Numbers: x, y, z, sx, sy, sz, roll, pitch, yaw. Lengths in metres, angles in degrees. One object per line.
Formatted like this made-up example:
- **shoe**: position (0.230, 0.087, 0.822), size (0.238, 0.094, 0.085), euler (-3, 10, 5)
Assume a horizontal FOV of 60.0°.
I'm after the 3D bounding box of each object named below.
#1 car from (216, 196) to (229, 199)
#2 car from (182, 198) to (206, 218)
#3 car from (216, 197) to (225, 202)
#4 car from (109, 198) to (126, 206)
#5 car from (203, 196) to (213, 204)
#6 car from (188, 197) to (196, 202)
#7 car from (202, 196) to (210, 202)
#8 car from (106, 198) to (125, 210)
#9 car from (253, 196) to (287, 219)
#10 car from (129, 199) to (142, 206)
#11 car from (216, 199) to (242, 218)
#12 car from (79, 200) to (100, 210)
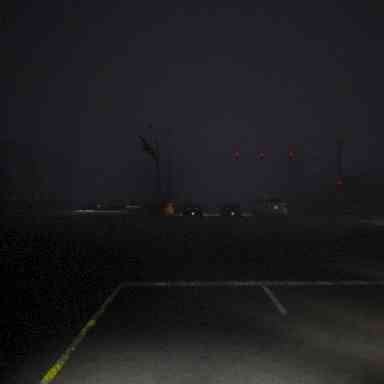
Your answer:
- **car**: position (6.981, 1.699, 73.094), size (2.097, 1.767, 4.553), euler (0, 0, 0)
- **car**: position (0.091, 1.661, 31.814), size (1.837, 1.490, 4.892), euler (0, 0, 0)
- **car**: position (6.979, 1.875, 82.324), size (1.895, 1.301, 4.718), euler (0, 0, 0)
- **car**: position (-14.035, 1.848, 63.276), size (2.033, 1.411, 5.357), euler (0, 0, 1)
- **car**: position (3.481, 1.855, 71.872), size (2.128, 1.511, 4.902), euler (0, 0, 0)
- **car**: position (-0.021, 1.832, 82.292), size (1.994, 1.385, 4.181), euler (0, 0, 0)
- **car**: position (3.479, 1.757, 82.293), size (1.882, 1.535, 5.008), euler (0, 0, 0)
- **car**: position (-10.590, 1.700, 46.244), size (1.882, 1.535, 5.008), euler (0, 0, 0)
- **car**: position (7.092, 1.373, 30.674), size (2.150, 2.045, 5.566), euler (0, 0, 0)
- **car**: position (-10.548, 1.897, 62.290), size (1.895, 1.301, 4.718), euler (0, 0, 1)
- **car**: position (3.591, 1.660, 31.662), size (1.837, 1.490, 4.892), euler (0, 0, 0)
- **car**: position (-14.091, 1.784, 45.989), size (1.994, 1.385, 4.181), euler (0, 0, 0)
